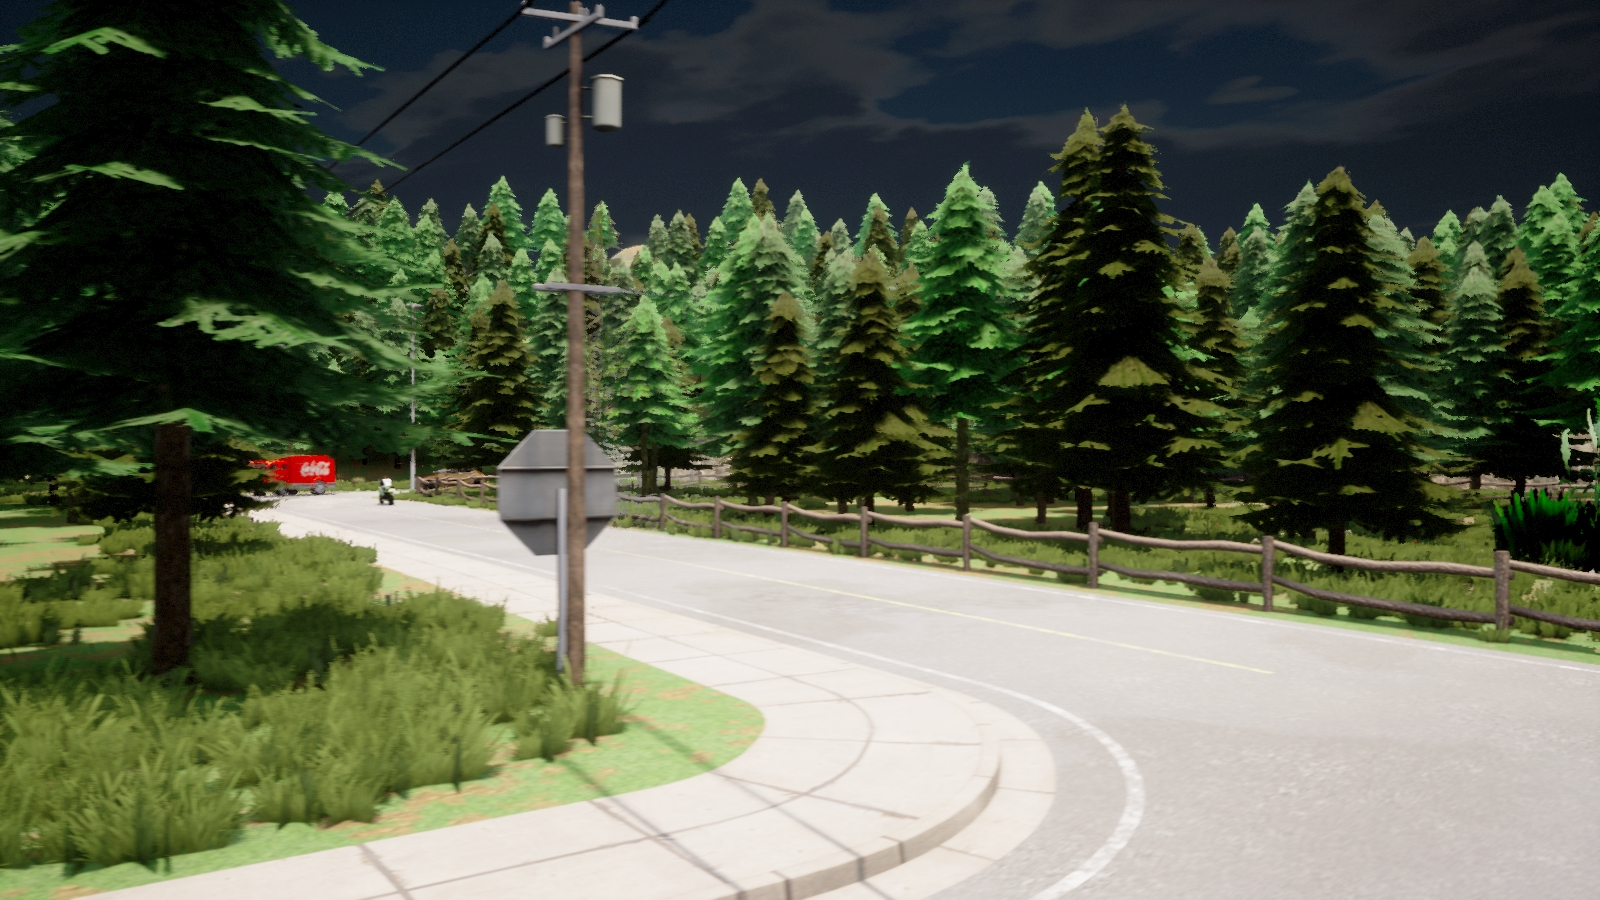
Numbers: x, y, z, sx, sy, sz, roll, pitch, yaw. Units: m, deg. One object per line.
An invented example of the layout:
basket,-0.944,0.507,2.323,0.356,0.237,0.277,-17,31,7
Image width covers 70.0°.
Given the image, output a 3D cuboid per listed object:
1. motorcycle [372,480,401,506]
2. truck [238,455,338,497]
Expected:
motorcycle,-20.813,2.157,57.494,0.803,1.199,2.033,0,0,-37
truck,-31.149,1.558,69.721,2.627,2.467,5.204,-1,0,22
